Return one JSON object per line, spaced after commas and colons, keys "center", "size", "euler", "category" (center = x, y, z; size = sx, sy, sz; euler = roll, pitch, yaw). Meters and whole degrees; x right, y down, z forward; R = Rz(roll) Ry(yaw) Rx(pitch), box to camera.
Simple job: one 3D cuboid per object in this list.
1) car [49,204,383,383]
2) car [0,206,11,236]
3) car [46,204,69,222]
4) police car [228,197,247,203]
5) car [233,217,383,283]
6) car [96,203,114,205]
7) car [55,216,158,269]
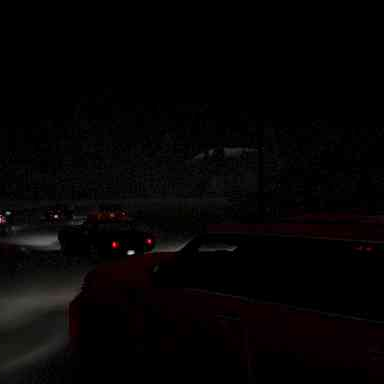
{"center": [1.023, 1.240, 3.488], "size": [5.566, 2.045, 2.150], "euler": [0, 0, 38], "category": "car"}
{"center": [-11.827, 1.593, 19.473], "size": [2.097, 1.767, 4.553], "euler": [0, -1, -27], "category": "car"}
{"center": [-12.054, 1.829, 30.479], "size": [1.837, 1.490, 4.892], "euler": [-1, 0, -13], "category": "car"}
{"center": [11.837, 1.960, 86.627], "size": [5.238, 1.638, 1.930], "euler": [0, 0, -21], "category": "police car"}
{"center": [3.615, 1.609, 10.439], "size": [4.181, 1.385, 1.994], "euler": [-1, 0, 40], "category": "car"}
{"center": [-6.140, 1.576, 23.676], "size": [2.097, 1.767, 4.553], "euler": [0, -1, -25], "category": "car"}
{"center": [-3.429, 1.721, 12.570], "size": [1.895, 1.301, 4.718], "euler": [0, -1, -40], "category": "car"}
